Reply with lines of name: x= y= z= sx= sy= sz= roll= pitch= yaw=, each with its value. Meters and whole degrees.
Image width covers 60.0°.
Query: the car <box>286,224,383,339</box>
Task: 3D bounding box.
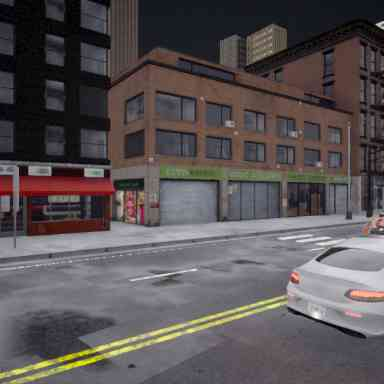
car: x=3.719 y=1.526 z=6.094 sx=4.674 sy=1.442 sz=1.812 roll=0 pitch=0 yaw=-34

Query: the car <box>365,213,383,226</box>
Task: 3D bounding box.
car: x=9.443 y=1.352 z=14.412 sx=4.553 sy=1.767 sz=2.097 roll=0 pitch=0 yaw=-36
